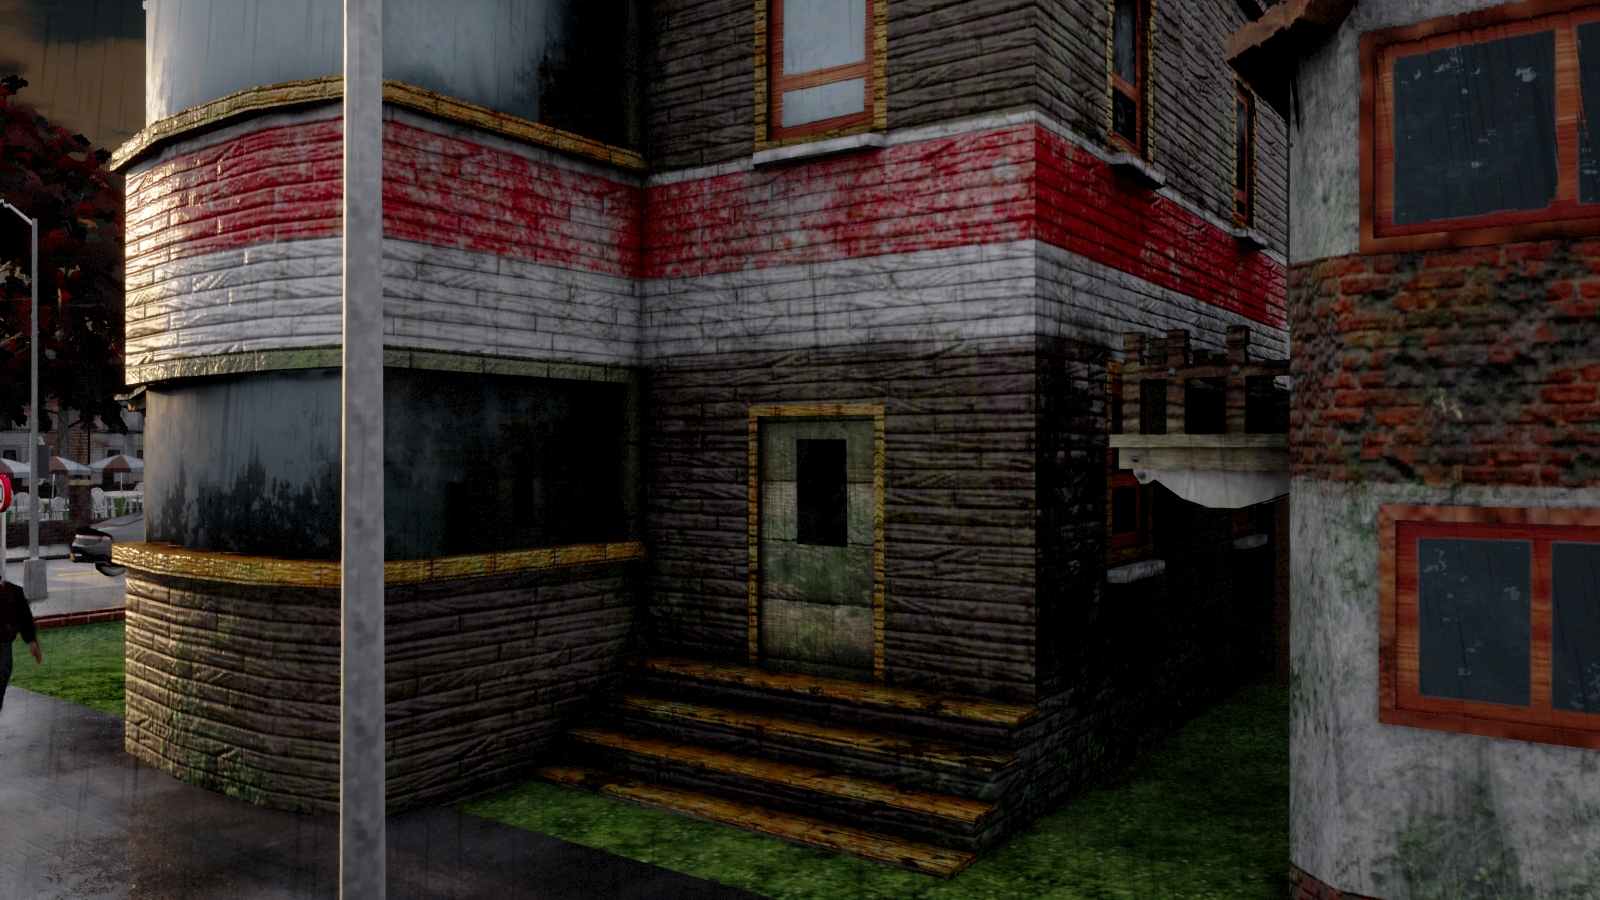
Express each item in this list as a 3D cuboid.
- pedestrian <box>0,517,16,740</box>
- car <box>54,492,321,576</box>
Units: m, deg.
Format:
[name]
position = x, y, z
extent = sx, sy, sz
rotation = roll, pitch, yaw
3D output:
[pedestrian]
position = -6.952, 1.521, 9.760
extent = 0.375, 1.860, 0.375
rotation = 0, 0, -41
[car]
position = -13.748, 1.817, 25.958
extent = 2.128, 1.511, 4.902
rotation = 0, 0, 34
